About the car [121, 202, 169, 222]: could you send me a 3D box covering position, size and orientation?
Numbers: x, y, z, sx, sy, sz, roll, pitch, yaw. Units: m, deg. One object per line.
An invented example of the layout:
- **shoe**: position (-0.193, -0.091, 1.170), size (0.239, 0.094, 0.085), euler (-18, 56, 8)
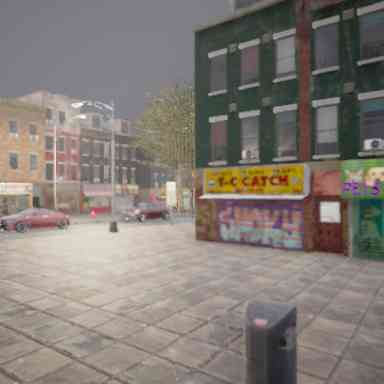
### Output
- **car**: position (-4.045, 1.650, 29.074), size (2.097, 1.767, 4.553), euler (0, -1, 35)

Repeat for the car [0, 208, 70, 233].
- **car**: position (-9.872, 1.714, 20.892), size (1.994, 1.385, 4.181), euler (0, -1, 37)

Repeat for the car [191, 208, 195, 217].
- **car**: position (1.791, 1.961, 37.288), size (1.882, 1.535, 5.008), euler (0, -1, 35)
